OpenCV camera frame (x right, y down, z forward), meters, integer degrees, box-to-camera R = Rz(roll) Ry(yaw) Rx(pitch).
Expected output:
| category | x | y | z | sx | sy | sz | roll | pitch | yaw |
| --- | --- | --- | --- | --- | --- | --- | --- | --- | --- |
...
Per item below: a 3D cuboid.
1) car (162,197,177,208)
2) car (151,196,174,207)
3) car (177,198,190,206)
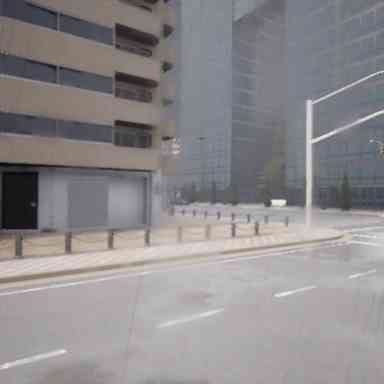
| category | x | y | z | sx | sy | sz | roll | pitch | yaw |
| --- | --- | --- | --- | --- | --- | --- | --- | --- | --- |
| car | -4.658 | 1.723 | 50.988 | 1.812 | 1.442 | 4.674 | 1 | 0 | -35 |
| car | -5.255 | 1.586 | 58.188 | 2.097 | 1.767 | 4.553 | 1 | 0 | -34 |
| car | -2.228 | 1.759 | 59.957 | 2.128 | 1.511 | 4.902 | 1 | 0 | -34 |
